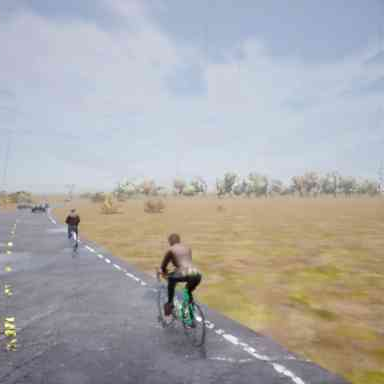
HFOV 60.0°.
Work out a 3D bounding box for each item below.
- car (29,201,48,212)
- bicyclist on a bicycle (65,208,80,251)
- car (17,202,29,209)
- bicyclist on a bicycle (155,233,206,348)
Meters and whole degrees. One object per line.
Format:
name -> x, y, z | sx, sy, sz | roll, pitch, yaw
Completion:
car -> -23.278, 2.353, 50.552 | 1.895, 1.301, 4.718 | 0, -1, -23
bicyclist on a bicycle -> -5.138, 1.569, 14.275 | 0.659, 1.776, 1.843 | 0, -1, -28
car -> -31.127, 2.493, 61.628 | 1.994, 1.385, 4.181 | 0, -1, -21
bicyclist on a bicycle -> -0.220, 1.515, 5.388 | 0.582, 1.620, 1.656 | 0, -1, -30
